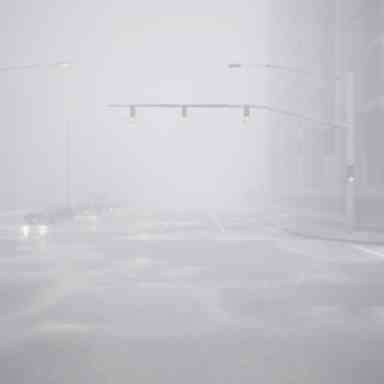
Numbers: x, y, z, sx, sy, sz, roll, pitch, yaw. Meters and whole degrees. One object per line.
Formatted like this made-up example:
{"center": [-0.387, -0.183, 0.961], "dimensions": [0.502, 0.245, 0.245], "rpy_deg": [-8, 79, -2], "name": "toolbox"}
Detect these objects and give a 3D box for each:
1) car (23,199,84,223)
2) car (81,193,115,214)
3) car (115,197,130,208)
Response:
{"center": [-10.407, 1.493, 25.027], "dimensions": [2.033, 1.411, 5.357], "rpy_deg": [0, 0, 4], "name": "car"}
{"center": [-10.189, 1.146, 35.014], "dimensions": [2.150, 2.045, 5.566], "rpy_deg": [0, 0, 2], "name": "car"}
{"center": [-9.881, 1.448, 45.590], "dimensions": [2.033, 1.411, 5.357], "rpy_deg": [0, 0, 3], "name": "car"}
